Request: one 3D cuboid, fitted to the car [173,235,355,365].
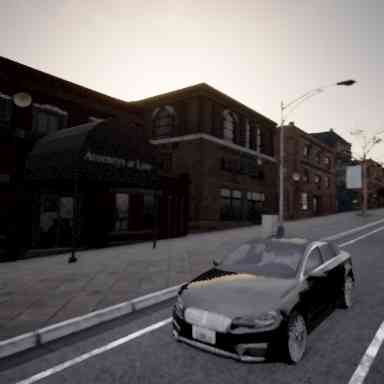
[{"bbox_3d":[1.663,1.643,6.293,2.128,1.511,4.902,-2,-2,38],"label":"car"}]
